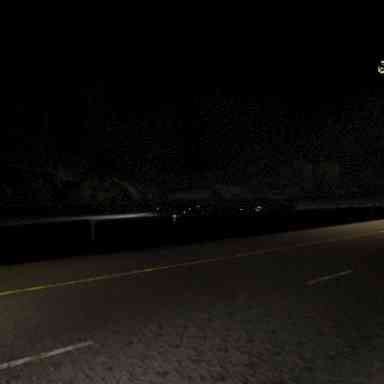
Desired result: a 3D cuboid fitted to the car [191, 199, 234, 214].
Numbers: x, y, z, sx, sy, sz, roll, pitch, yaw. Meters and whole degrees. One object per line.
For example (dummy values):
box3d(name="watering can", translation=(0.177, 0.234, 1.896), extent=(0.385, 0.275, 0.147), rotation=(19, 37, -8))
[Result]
box3d(name="car", translation=(2.422, 1.393, 27.212), extent=(4.181, 1.385, 1.994), rotation=(-1, 1, -35))

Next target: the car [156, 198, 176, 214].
box3d(name="car", translation=(-1.267, 1.314, 33.179), extent=(4.902, 1.511, 2.128), rotation=(-1, 1, -35))

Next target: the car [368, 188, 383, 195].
box3d(name="car", translation=(31.796, -0.040, 56.635), extent=(4.553, 1.767, 2.097), rotation=(-2, 1, -35))

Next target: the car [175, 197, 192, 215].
box3d(name="car", translation=(1.482, 1.358, 30.841), extent=(5.357, 1.411, 2.033), rotation=(-1, 1, -35))

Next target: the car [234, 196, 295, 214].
box3d(name="car", translation=(5.774, 1.158, 25.303), extent=(4.553, 1.767, 2.097), rotation=(-1, 1, -35))
